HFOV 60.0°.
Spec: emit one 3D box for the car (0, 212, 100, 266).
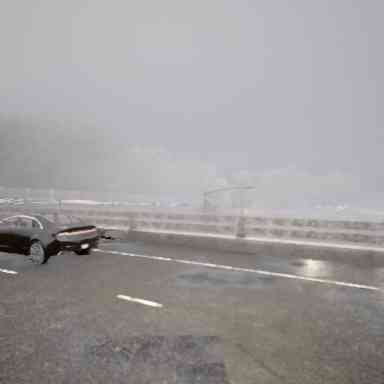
[{"bbox_3d":[-5.342,1.430,11.309,4.902,1.511,2.128,0,1,30],"label":"car"}]
